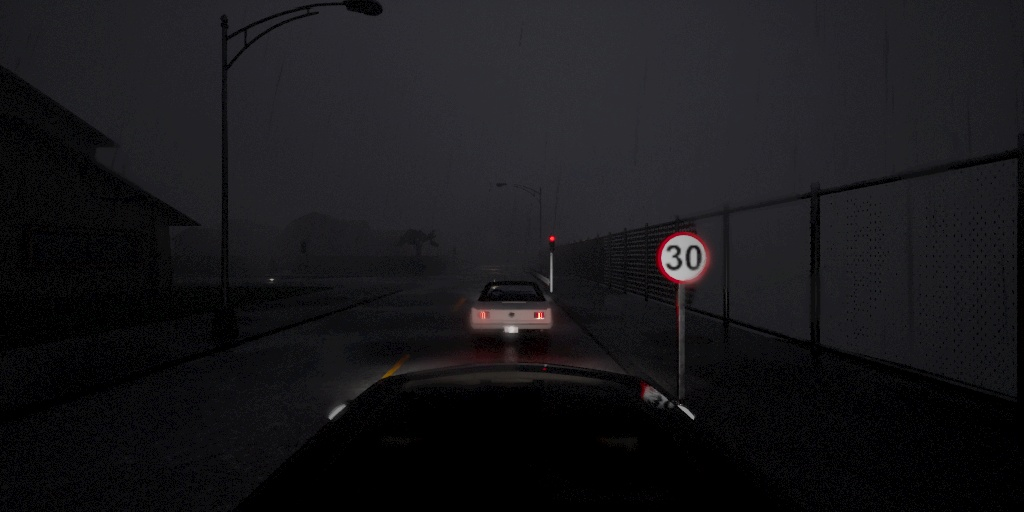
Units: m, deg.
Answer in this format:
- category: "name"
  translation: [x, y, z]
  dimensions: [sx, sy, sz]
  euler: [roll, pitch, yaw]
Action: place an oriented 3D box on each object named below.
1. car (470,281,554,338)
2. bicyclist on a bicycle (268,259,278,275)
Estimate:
- category: "car"
  translation: [-0.002, 1.351, 10.186]
  dimensions: [1.895, 1.301, 4.718]
  euler: [0, 0, 0]
- category: "bicyclist on a bicycle"
  translation: [-24.322, 1.099, 36.495]
  dimensions: [0.582, 1.620, 1.656]
  euler: [0, 0, 0]
